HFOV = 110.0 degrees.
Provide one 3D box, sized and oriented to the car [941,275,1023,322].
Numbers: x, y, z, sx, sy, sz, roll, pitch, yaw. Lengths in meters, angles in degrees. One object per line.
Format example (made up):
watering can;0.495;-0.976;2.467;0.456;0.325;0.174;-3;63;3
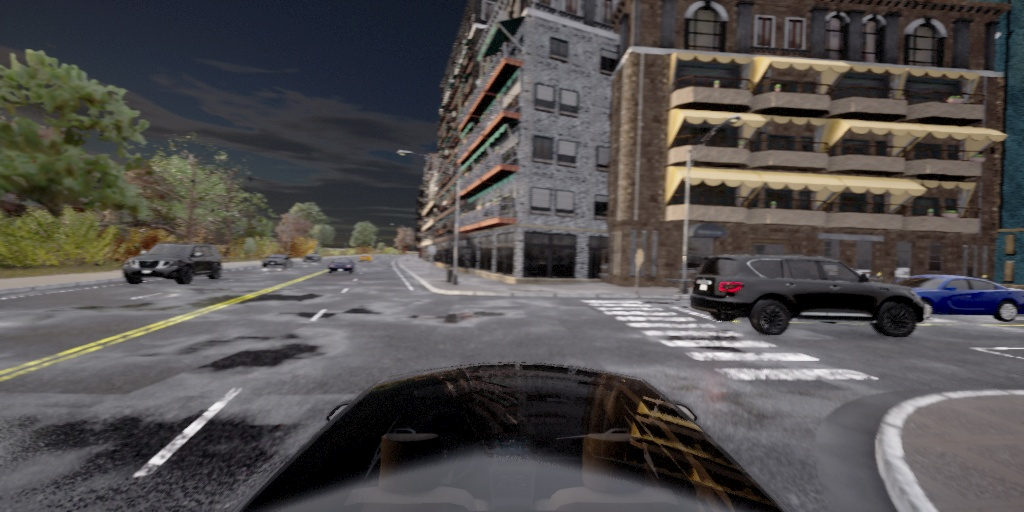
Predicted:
car;15.329;1.428;12.993;5.008;1.535;1.882;1;0;-3

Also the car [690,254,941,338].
car;7.996;1.017;10.063;5.566;2.045;2.150;1;-1;-2

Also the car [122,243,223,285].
car;-17.308;0.338;18.708;2.150;2.045;5.566;2;0;-20

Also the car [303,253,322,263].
car;-29.626;0.316;53.423;2.033;1.411;5.357;2;0;-19

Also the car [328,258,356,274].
car;-14.889;0.842;31.617;1.895;1.301;4.718;2;0;-20

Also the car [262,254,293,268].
car;-23.763;0.471;36.494;1.994;1.385;4.181;2;0;-20
